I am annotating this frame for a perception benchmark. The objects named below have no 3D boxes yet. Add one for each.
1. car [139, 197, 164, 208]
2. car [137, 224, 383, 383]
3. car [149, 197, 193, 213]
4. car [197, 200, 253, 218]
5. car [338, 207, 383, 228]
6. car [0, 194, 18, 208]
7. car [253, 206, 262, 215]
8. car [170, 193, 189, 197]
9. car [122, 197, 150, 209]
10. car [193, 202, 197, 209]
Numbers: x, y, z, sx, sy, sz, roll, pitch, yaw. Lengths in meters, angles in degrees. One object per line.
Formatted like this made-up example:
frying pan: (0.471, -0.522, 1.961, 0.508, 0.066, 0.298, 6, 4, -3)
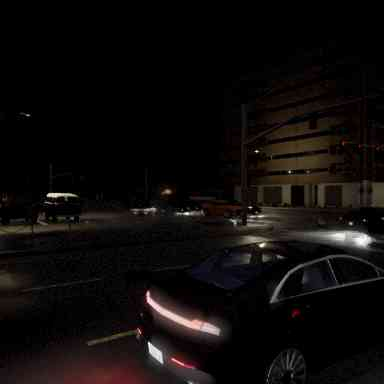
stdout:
car: (-6.199, 1.560, 50.652, 1.837, 1.490, 4.892, 0, 0, -34)
car: (1.620, 1.492, 4.895, 4.902, 1.511, 2.128, 0, 0, -34)
car: (-2.565, 1.603, 39.085, 2.033, 1.411, 5.357, 0, 0, -34)
car: (2.966, 1.533, 30.973, 1.882, 1.535, 5.008, 0, 0, -34)
car: (10.521, 1.589, 19.769, 4.181, 1.385, 1.994, 0, 0, -35)
car: (-31.378, 1.209, 56.581, 1.932, 1.855, 4.605, 0, 0, -34)
car: (4.763, 1.603, 34.550, 2.033, 1.411, 5.357, 0, 0, -34)
car: (-2.441, 1.276, 57.896, 2.150, 2.045, 5.566, 0, 0, -34)
car: (-8.413, 1.533, 47.679, 1.882, 1.535, 5.008, 0, 0, -34)
car: (-0.636, 1.656, 42.472, 1.895, 1.301, 4.718, 0, 0, -34)
